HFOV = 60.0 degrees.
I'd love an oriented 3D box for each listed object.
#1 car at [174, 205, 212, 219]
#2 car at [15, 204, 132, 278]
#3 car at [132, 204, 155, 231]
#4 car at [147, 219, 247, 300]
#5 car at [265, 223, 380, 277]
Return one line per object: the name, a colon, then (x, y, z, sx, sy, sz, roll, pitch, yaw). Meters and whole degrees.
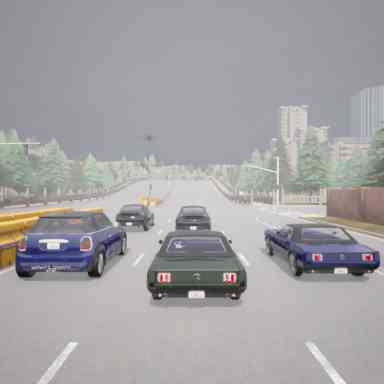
car: (0.065, 1.505, 18.585, 1.837, 1.490, 4.892, 0, 0, 0)
car: (-3.419, 1.352, 10.321, 2.097, 1.767, 4.553, 0, 0, 0)
car: (-3.440, 1.505, 20.582, 1.837, 1.490, 4.892, 0, 0, 0)
car: (0.085, 1.601, 8.348, 1.895, 1.301, 4.718, 0, 0, 0)
car: (3.580, 1.601, 10.212, 1.895, 1.301, 4.718, 0, 0, 0)
